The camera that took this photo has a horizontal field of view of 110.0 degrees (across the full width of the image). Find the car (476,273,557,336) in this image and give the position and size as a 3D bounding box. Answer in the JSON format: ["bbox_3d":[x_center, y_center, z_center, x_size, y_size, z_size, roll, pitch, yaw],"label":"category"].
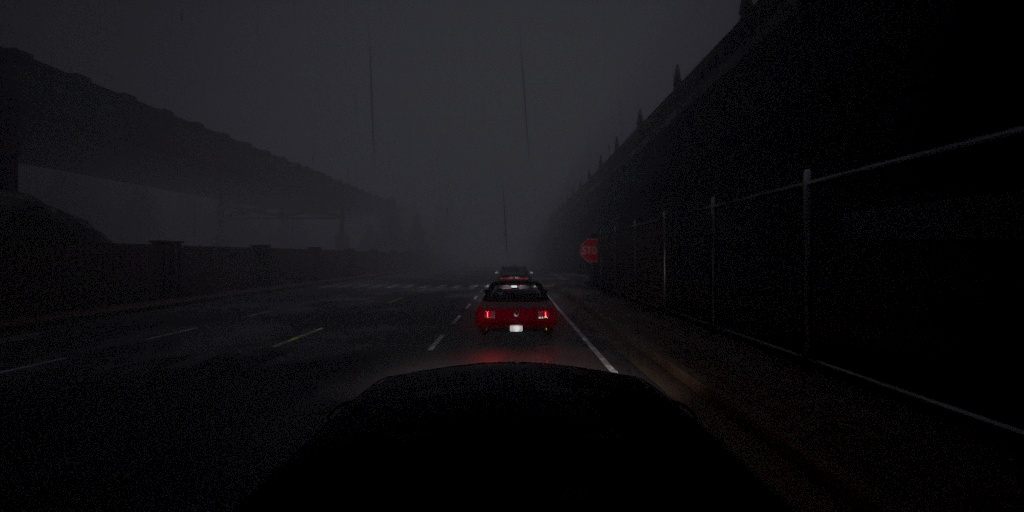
[{"bbox_3d":[0.105,1.351,10.334,1.895,1.301,4.718,0,0,0],"label":"car"}]

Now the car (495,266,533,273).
[{"bbox_3d":[0.116,1.256,19.871,1.837,1.490,4.892,0,0,0],"label":"car"}]
